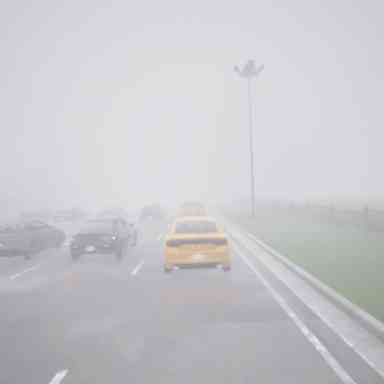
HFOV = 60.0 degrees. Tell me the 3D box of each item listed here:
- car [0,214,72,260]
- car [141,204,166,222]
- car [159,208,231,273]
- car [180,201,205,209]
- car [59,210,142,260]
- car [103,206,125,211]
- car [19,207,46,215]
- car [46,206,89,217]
[{"bbox_3d":[-6.867,1.860,13.769,1.994,1.385,4.181,-2,0,0],"label":"car"},{"bbox_3d":[-3.418,1.792,29.109,1.837,1.490,4.892,-2,0,0],"label":"car"},{"bbox_3d":[0.134,1.544,11.102,1.882,1.535,5.008,-2,0,0],"label":"car"},{"bbox_3d":[0.077,1.531,28.755,2.097,1.767,4.553,-2,0,0],"label":"car"},{"bbox_3d":[-3.382,1.712,13.297,1.812,1.442,4.674,-2,0,0],"label":"car"},{"bbox_3d":[-6.916,1.960,29.458,1.994,1.385,4.181,-2,0,0],"label":"car"},{"bbox_3d":[-13.918,2.094,30.563,1.882,1.535,5.008,-2,0,0],"label":"car"},{"bbox_3d":[-10.415,1.991,29.003,2.128,1.511,4.902,-2,0,0],"label":"car"}]
